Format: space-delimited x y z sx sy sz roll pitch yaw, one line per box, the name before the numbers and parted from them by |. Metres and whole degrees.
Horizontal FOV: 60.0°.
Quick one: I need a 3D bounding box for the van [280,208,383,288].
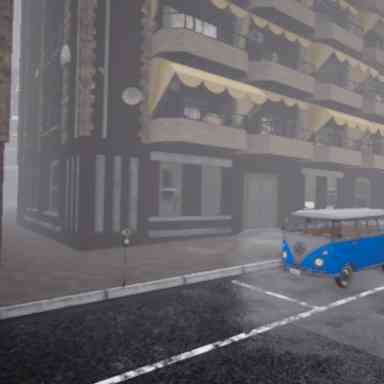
van | 4.143 1.358 9.028 3.998 1.788 1.690 0 1 -35
